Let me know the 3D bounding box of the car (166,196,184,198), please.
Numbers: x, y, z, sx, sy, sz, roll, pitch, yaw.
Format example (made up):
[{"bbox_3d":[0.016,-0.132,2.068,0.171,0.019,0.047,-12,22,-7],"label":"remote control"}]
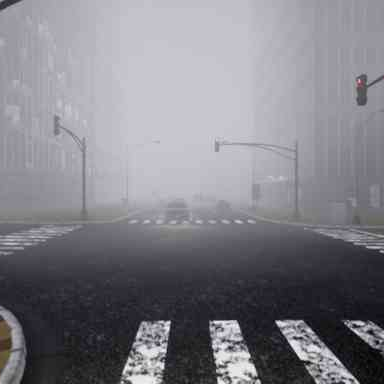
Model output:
[{"bbox_3d":[-1.650,1.522,40.201,2.128,1.511,4.902,0,0,0],"label":"car"}]

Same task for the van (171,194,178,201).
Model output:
[{"bbox_3d":[-4.454,1.348,85.976,1.690,1.788,3.998,0,0,0],"label":"van"}]

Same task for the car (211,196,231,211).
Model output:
[{"bbox_3d":[3.799,1.595,41.815,1.947,1.339,4.313,0,0,0],"label":"car"}]

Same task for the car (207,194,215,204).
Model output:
[{"bbox_3d":[3.588,1.337,63.923,2.192,1.841,5.009,0,0,0],"label":"car"}]

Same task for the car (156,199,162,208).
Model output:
[{"bbox_3d":[-4.171,1.611,47.284,1.802,1.307,4.206,0,0,0],"label":"car"}]

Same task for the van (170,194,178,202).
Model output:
[{"bbox_3d":[-4.414,1.352,80.449,1.690,1.788,3.998,0,0,0],"label":"van"}]

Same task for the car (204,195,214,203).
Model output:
[{"bbox_3d":[3.548,1.459,69.452,1.967,1.590,4.097,0,0,0],"label":"car"}]

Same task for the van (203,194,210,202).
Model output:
[{"bbox_3d":[3.466,1.352,80.506,1.690,1.788,3.998,0,0,0],"label":"van"}]

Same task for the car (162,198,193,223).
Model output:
[{"bbox_3d":[-1.267,1.508,26.465,1.882,1.535,5.008,0,0,-5],"label":"car"}]

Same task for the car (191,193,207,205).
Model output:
[{"bbox_3d":[1.142,1.243,61.136,2.150,2.045,5.566,0,0,0],"label":"car"}]

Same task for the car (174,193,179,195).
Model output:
[{"bbox_3d":[-4.373,1.455,74.921,1.967,1.590,4.097,0,0,0],"label":"car"}]

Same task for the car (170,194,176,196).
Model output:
[{"bbox_3d":[-4.292,1.588,63.866,1.947,1.339,4.313,0,0,0],"label":"car"}]

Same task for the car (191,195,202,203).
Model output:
[{"bbox_3d":[0.957,1.540,73.157,2.128,1.511,4.902,0,0,0],"label":"car"}]
